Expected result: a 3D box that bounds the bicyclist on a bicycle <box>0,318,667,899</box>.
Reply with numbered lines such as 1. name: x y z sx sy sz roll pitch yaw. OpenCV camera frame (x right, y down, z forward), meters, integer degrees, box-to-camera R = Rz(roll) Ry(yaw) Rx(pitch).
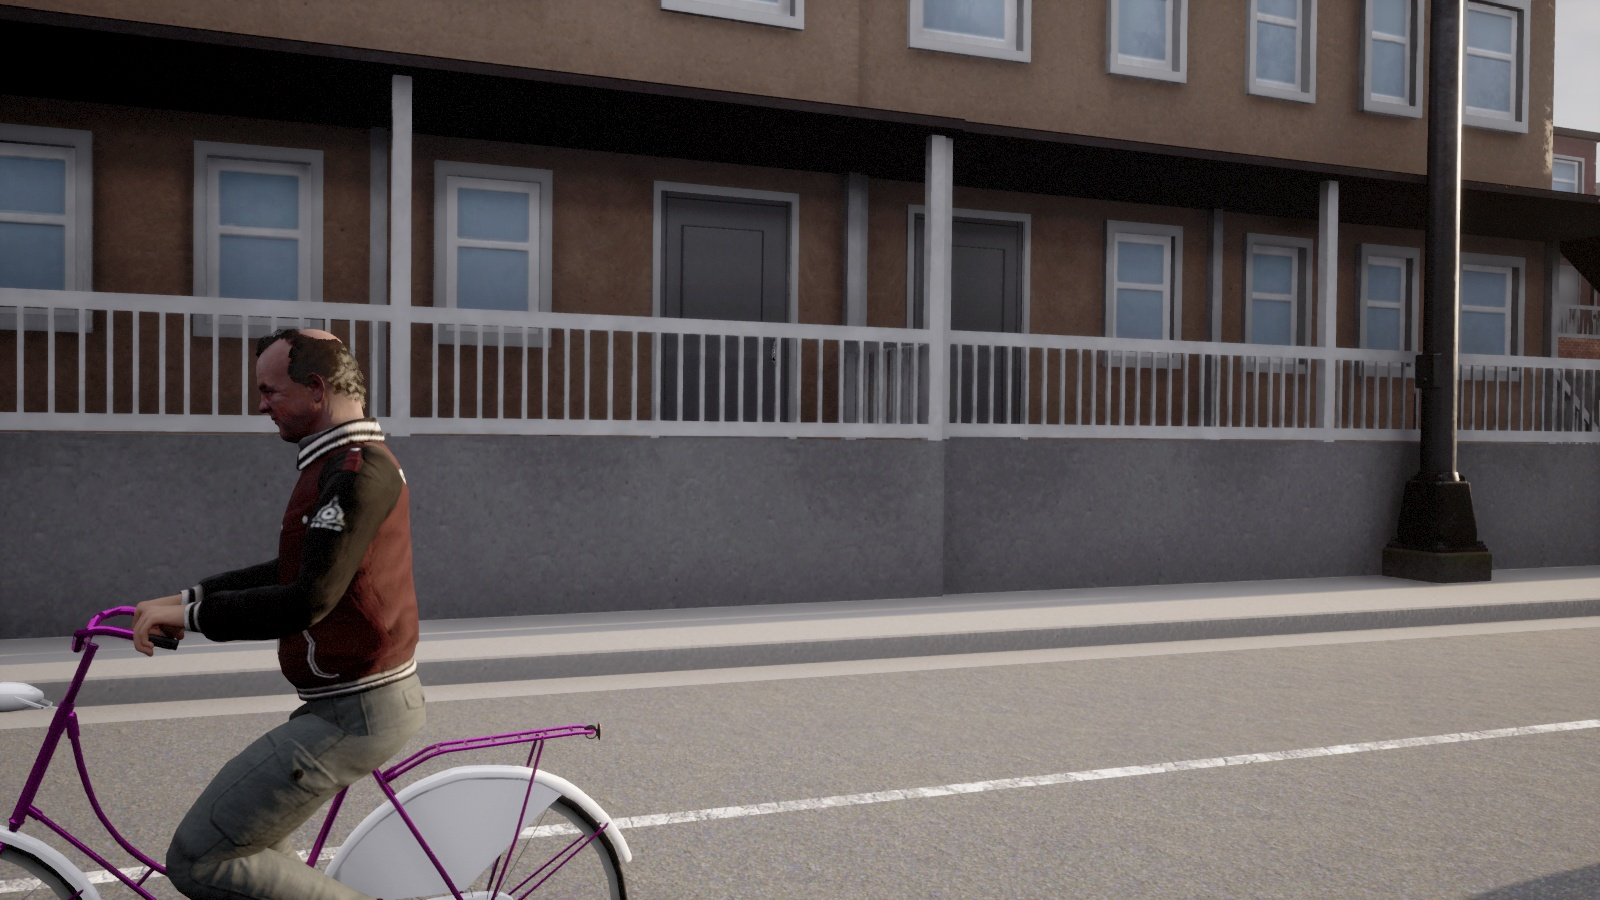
1. bicyclist on a bicycle: -1.275 0.638 2.753 1.843 1.776 0.659 -1 1 -21
